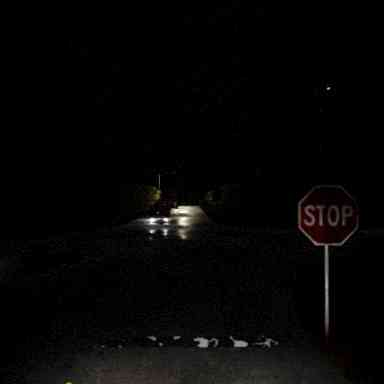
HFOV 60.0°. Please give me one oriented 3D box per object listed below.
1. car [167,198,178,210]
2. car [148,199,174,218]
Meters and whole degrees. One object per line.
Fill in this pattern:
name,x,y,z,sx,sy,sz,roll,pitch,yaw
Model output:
car,-3.210,1.726,50.144,2.097,1.767,4.553,0,-1,-1
car,-3.038,1.687,31.780,1.994,1.385,4.181,0,0,-1
